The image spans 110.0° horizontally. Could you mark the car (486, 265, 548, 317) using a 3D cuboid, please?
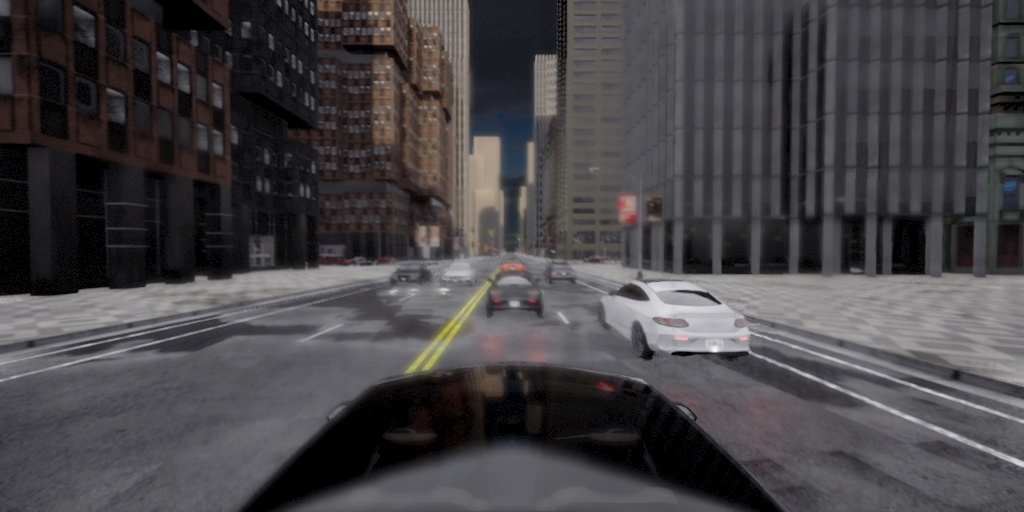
[{"bbox_3d":[0.089,1.230,12.822,1.812,1.442,4.674,0,0,0],"label":"car"}]

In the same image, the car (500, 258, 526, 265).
[{"bbox_3d":[0.092,0.977,29.901,2.097,1.767,4.553,0,0,0],"label":"car"}]

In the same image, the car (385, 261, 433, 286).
[{"bbox_3d":[-6.601,1.218,23.899,1.994,1.385,4.181,0,0,0],"label":"car"}]

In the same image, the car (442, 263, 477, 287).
[{"bbox_3d":[-3.351,1.181,23.594,1.812,1.442,4.674,0,0,0],"label":"car"}]

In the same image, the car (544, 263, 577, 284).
[{"bbox_3d":[3.335,1.194,25.464,2.033,1.411,5.357,0,0,0],"label":"car"}]

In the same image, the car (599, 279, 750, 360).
[{"bbox_3d":[3.326,1.249,8.176,1.812,1.442,4.674,0,0,0],"label":"car"}]
